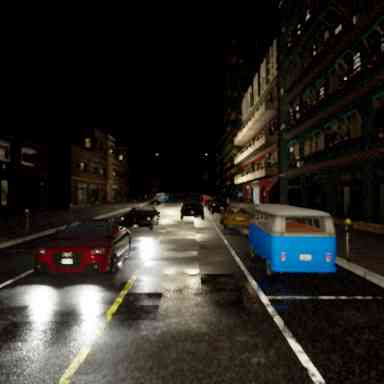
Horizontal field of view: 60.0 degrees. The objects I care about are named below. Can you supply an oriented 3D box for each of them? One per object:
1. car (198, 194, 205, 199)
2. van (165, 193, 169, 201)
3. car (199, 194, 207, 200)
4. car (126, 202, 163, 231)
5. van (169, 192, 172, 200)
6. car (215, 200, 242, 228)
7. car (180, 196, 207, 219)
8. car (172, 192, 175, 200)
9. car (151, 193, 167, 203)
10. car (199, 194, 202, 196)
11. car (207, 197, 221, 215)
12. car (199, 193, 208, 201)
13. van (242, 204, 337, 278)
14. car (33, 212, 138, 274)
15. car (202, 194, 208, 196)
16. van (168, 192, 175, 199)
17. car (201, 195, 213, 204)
[{"bbox_3d":[2.673,1.187,93.453,1.802,1.307,4.206,1,0,0],"label":"car"},{"bbox_3d":[-5.693,1.108,59.925,1.690,1.788,3.998,1,0,0],"label":"van"},{"bbox_3d":[2.677,1.212,82.291,2.008,1.369,4.403,1,0,0],"label":"car"},{"bbox_3d":[-3.063,1.531,20.340,1.895,1.301,4.718,0,0,1],"label":"car"},{"bbox_3d":[-5.696,1.057,71.085,1.690,1.788,3.998,1,0,0],"label":"van"},{"bbox_3d":[2.695,1.453,21.074,1.752,1.417,4.829,1,0,0],"label":"car"},{"bbox_3d":[0.040,1.379,27.781,1.882,1.535,5.008,0,0,0],"label":"car"},{"bbox_3d":[-5.703,1.207,82.247,1.887,1.381,4.507,1,0,0],"label":"car"},{"bbox_3d":[-5.695,1.357,54.345,1.947,1.339,4.313,1,0,0],"label":"car"},{"bbox_3d":[0.070,1.357,45.040,1.812,1.442,4.674,0,0,0],"label":"car"},{"bbox_3d":[2.692,1.451,32.067,1.947,1.339,4.313,1,0,0],"label":"car"},{"bbox_3d":[2.680,1.129,76.711,1.967,1.590,4.097,1,0,0],"label":"car"},{"bbox_3d":[2.702,1.309,9.743,1.690,1.788,3.998,1,0,0],"label":"van"},{"bbox_3d":[-3.096,1.530,10.242,1.994,1.385,4.181,0,0,0],"label":"car"},{"bbox_3d":[2.687,1.360,48.809,1.887,1.381,4.507,1,0,0],"label":"car"},{"bbox_3d":[-5.703,0.946,93.406,1.690,1.788,3.998,1,0,0],"label":"van"},{"bbox_3d":[2.684,1.317,59.971,2.008,1.369,4.403,1,0,0],"label":"car"}]
